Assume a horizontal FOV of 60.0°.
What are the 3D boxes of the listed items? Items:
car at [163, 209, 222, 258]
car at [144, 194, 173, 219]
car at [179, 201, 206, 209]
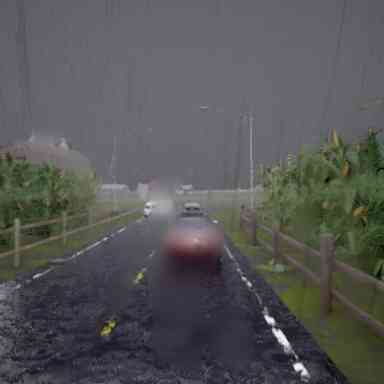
[{"bbox_3d":[0.057,1.561,12.711,1.994,1.385,4.181,0,0,0],"label":"car"},{"bbox_3d":[-2.844,1.222,29.333,2.150,2.045,5.566,0,0,0],"label":"car"},{"bbox_3d":[0.034,1.502,26.130,1.837,1.490,4.892,0,0,0],"label":"car"}]
